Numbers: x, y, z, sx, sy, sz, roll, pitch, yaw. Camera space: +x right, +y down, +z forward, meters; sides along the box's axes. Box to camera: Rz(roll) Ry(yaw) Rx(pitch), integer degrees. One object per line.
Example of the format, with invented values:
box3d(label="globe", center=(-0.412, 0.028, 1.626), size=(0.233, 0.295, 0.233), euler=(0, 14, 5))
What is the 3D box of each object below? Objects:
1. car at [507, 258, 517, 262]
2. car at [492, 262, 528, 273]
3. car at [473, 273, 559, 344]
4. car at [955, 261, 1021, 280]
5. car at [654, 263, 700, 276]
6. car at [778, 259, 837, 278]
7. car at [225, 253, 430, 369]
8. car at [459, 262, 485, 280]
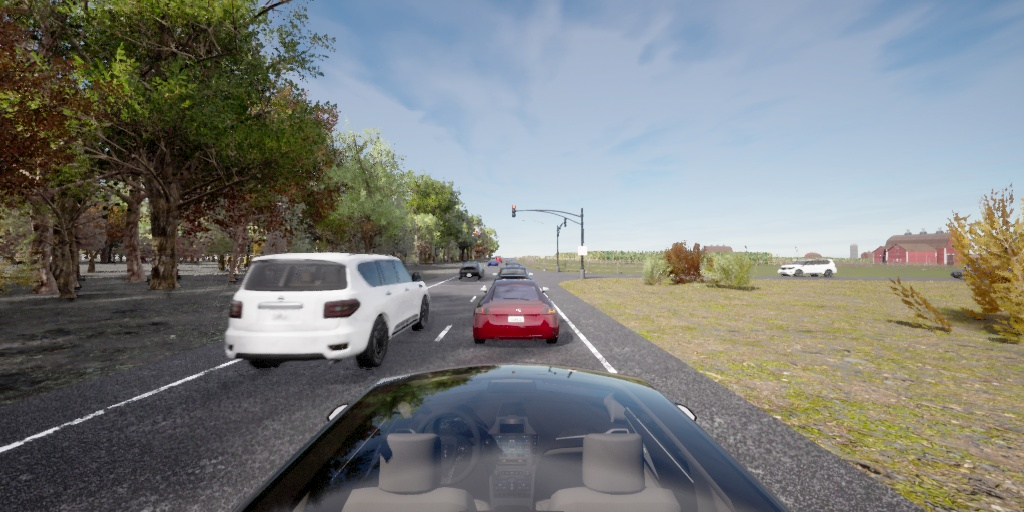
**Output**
box3d(label="car", center=(0.138, 1.319, 53.498), size=(1.994, 1.385, 4.181), euler=(0, 0, -6))
box3d(label="car", center=(0.049, 1.259, 18.550), size=(1.837, 1.490, 4.892), euler=(0, 0, 0))
box3d(label="car", center=(0.075, 1.316, 9.638), size=(1.994, 1.385, 4.181), euler=(0, 0, 0))
box3d(label="car", center=(50.587, 1.522, 37.372), size=(5.566, 2.045, 2.150), euler=(1, -1, 1))
box3d(label="car", center=(18.885, 1.492, 41.018), size=(5.008, 1.535, 1.882), euler=(1, -1, 0))
box3d(label="car", center=(33.744, 1.390, 40.998), size=(5.566, 2.045, 2.150), euler=(0, -1, 0))
box3d(label="car", center=(-3.419, 0.972, 7.951), size=(2.150, 2.045, 5.566), euler=(0, 0, 0))
box3d(label="car", center=(-3.500, 1.262, 31.630), size=(1.837, 1.490, 4.892), euler=(0, 1, 0))
